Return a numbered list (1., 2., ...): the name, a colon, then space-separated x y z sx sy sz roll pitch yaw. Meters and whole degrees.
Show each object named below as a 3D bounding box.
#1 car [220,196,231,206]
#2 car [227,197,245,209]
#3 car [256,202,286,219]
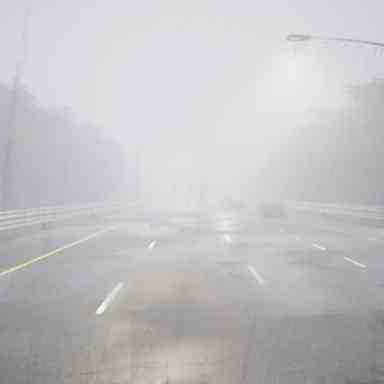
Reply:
1. car: 7.291 1.858 70.728 2.150 2.045 5.566 0 -1 0
2. car: 7.163 1.969 52.414 1.994 1.385 4.181 0 -1 0
3. car: 7.058 1.641 30.177 2.128 1.511 4.902 0 0 0
